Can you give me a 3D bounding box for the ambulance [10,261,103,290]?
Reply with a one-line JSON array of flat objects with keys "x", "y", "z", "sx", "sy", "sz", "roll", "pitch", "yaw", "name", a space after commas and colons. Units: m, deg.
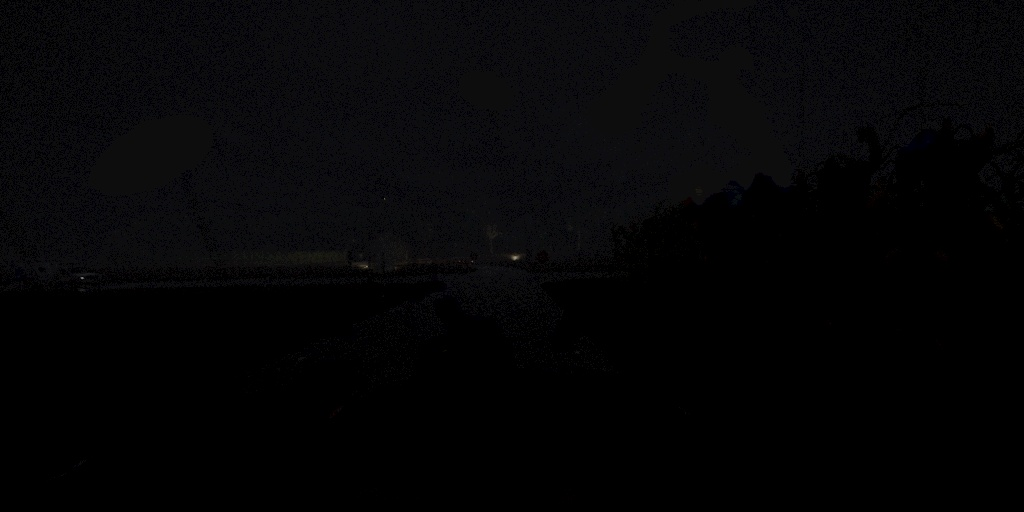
[{"x": -42.109, "y": 1.776, "z": 33.343, "sx": 6.366, "sy": 2.431, "sz": 2.351, "roll": -1, "pitch": 2, "yaw": 0, "name": "ambulance"}]
